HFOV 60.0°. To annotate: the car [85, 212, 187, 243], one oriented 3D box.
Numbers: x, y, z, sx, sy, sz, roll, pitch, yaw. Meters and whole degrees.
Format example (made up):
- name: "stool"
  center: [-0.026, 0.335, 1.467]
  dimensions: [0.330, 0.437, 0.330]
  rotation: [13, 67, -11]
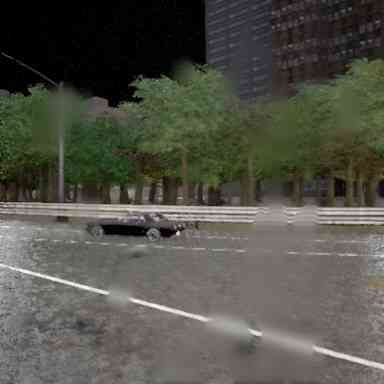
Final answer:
- name: "car"
  center: [-2.724, 1.616, 16.039]
  dimensions: [4.718, 1.301, 1.895]
  rotation: [0, 0, 18]
